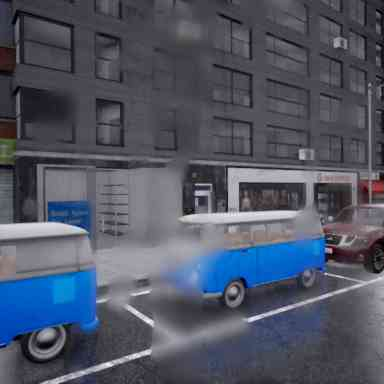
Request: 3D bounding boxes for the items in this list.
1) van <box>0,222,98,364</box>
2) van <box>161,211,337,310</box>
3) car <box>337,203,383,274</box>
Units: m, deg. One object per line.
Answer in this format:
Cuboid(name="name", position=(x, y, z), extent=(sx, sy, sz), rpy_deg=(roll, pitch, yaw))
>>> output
Cuboid(name="van", position=(-3.247, 1.341, 4.228), extent=(3.998, 1.788, 1.690), rpy_deg=(0, -1, -36))
Cuboid(name="van", position=(1.292, 1.340, 7.484), extent=(3.998, 1.788, 1.690), rpy_deg=(0, -1, -36))
Cuboid(name="car", position=(5.830, 1.311, 10.740), extent=(5.009, 1.841, 2.192), rpy_deg=(0, -1, -36))
